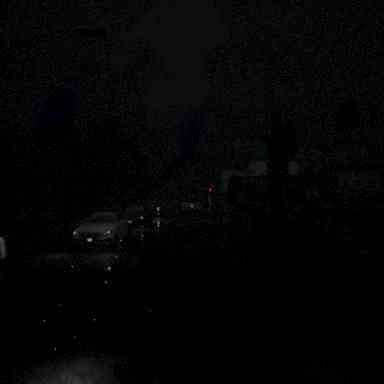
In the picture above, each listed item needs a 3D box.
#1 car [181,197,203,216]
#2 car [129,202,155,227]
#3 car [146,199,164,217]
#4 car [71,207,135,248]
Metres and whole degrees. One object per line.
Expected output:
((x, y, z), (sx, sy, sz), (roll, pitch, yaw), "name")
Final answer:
((0.003, 1.524, 37.396), (2.150, 2.045, 5.566), (0, 0, 0), "car")
((-4.086, 1.726, 24.610), (1.812, 1.442, 4.674), (0, 0, 0), "car")
((-4.065, 1.632, 34.540), (2.097, 1.767, 4.553), (0, 0, 0), "car")
((-4.088, 1.653, 15.563), (1.812, 1.442, 4.674), (0, 0, 0), "car")
